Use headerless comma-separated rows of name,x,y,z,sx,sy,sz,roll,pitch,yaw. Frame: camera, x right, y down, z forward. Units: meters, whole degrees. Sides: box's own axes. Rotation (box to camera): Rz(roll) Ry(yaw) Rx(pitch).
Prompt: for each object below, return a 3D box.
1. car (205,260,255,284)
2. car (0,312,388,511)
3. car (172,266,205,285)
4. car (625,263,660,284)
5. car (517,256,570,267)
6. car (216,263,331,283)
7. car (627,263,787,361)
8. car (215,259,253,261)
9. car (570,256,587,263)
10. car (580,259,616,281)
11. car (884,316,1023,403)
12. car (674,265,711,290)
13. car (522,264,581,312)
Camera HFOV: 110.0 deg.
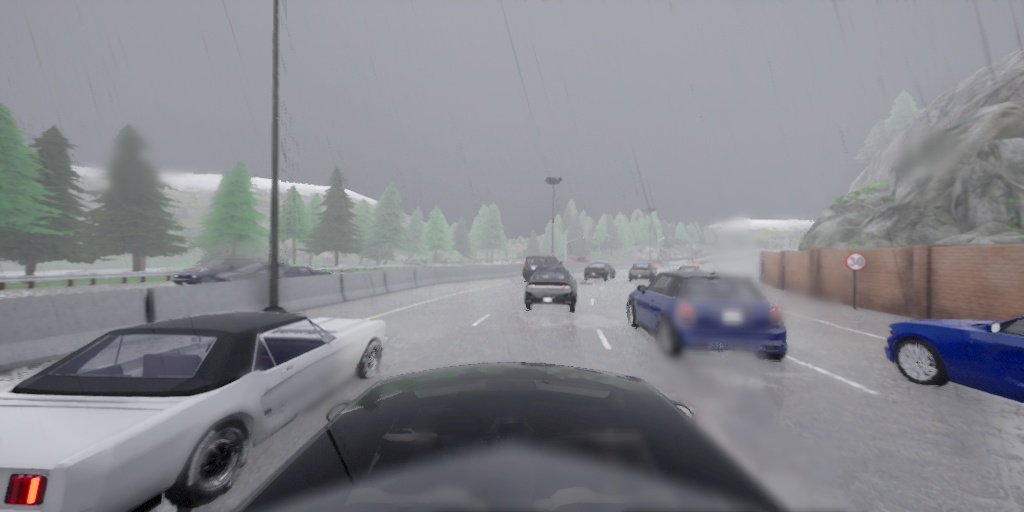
car,-14.778,1.175,21.318,1.837,1.490,4.892,0,0,15
car,-3.201,1.332,4.302,1.895,1.301,4.718,0,0,2
car,-18.117,1.251,22.537,1.895,1.301,4.718,0,0,15
car,10.851,1.334,29.521,2.128,1.511,4.902,0,0,27
car,2.654,1.011,28.726,2.150,2.045,5.566,0,0,24
car,-11.882,1.235,18.826,2.033,1.411,5.357,0,0,13
car,4.239,1.135,8.637,2.097,1.767,4.553,0,0,6
car,-20.712,0.988,25.877,2.097,1.767,4.553,0,0,16
car,10.496,1.093,58.830,2.150,2.045,5.566,0,0,40
car,7.659,1.301,30.950,1.882,1.535,5.008,0,0,27
car,7.276,1.276,4.047,1.882,1.535,5.008,0,0,2
car,12.293,1.396,24.742,2.033,1.411,5.357,0,0,24
car,1.689,1.263,14.421,2.128,1.511,4.902,0,0,12
